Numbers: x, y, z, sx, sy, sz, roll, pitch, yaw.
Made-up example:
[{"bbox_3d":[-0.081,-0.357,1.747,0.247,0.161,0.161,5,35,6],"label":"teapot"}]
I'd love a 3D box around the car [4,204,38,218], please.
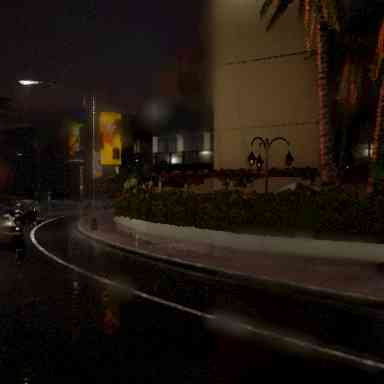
[{"bbox_3d":[-12.471,1.563,23.756,2.033,1.411,5.357,0,0,-14],"label":"car"}]

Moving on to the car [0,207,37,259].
[{"bbox_3d":[-7.181,1.495,11.819,2.128,1.511,4.902,0,0,-34],"label":"car"}]

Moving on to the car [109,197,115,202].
[{"bbox_3d":[-16.272,1.518,73.358,2.128,1.511,4.902,0,0,23],"label":"car"}]
